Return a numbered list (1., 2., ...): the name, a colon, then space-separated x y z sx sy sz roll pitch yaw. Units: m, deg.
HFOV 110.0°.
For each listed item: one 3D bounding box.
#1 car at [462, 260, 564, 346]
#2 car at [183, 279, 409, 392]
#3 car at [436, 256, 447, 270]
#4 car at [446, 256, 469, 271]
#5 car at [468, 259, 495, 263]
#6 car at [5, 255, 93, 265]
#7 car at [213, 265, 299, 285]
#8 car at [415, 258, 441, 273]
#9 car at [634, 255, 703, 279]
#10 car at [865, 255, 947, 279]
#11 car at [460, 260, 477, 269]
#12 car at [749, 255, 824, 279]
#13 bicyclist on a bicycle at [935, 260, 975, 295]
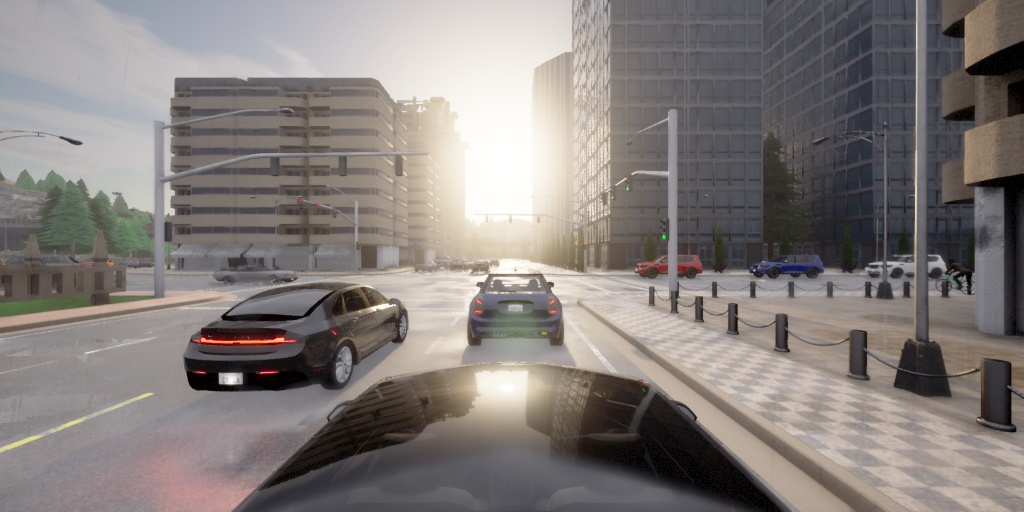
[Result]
1. car: 0.092 1.102 9.585 2.097 1.767 4.553 0 0 0
2. car: -3.425 1.255 6.814 1.837 1.490 4.892 0 0 0
3. car: -10.521 0.971 54.305 2.150 2.045 5.566 0 0 0
4. car: -7.033 1.102 48.181 2.097 1.767 4.553 0 0 0
5. car: -3.480 1.258 41.713 1.837 1.490 4.892 1 0 3
6. car: -32.749 0.916 25.398 5.566 2.045 2.150 0 0 9
7. car: -17.519 1.295 24.781 4.718 1.301 1.895 0 0 -4
8. car: -10.578 1.276 44.599 1.812 1.442 4.674 0 0 1
9. car: 13.714 0.916 31.515 5.566 2.045 2.150 0 0 0
10. car: 34.396 0.916 31.372 5.566 2.045 2.150 0 0 0
11. car: -7.006 1.297 57.652 2.033 1.411 5.357 0 0 0
12. car: 24.034 0.916 31.442 5.566 2.045 2.150 0 0 1
13. bicyclist on a bicycle: 21.022 0.996 16.981 0.582 1.620 1.656 0 0 0
